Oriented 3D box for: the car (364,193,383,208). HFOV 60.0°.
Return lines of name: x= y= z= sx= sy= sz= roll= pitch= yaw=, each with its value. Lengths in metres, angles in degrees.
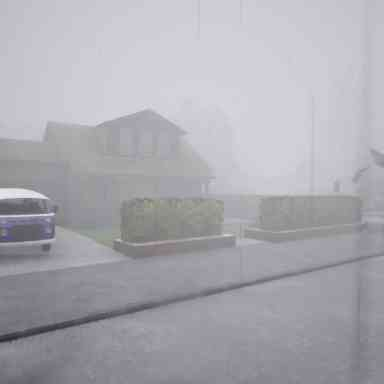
car: x=23.130 y=0.985 z=40.297 sx=3.866 sy=1.878 sz=1.905 roll=0 pitch=0 yaw=0
